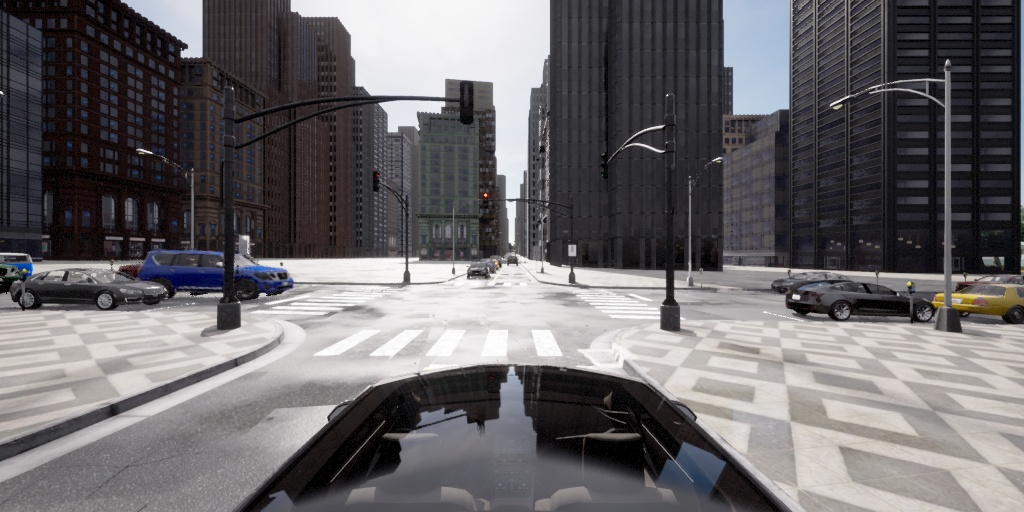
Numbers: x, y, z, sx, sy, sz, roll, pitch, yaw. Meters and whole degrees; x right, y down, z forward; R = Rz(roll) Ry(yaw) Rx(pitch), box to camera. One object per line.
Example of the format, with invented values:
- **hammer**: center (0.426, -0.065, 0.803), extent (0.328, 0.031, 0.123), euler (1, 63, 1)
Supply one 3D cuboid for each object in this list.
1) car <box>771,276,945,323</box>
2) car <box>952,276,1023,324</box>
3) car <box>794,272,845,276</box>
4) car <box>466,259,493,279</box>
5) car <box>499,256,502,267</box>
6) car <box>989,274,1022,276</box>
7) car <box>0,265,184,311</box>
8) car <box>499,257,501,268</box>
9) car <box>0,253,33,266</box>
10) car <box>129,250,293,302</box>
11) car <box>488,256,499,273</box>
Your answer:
- **car**: center (12.143, 1.524, 12.690), extent (4.313, 1.339, 1.948), euler (0, 0, 0)
- **car**: center (17.955, 1.571, 12.680), extent (4.829, 1.417, 1.751), euler (0, 0, 0)
- **car**: center (17.808, 1.591, 21.206), extent (4.403, 1.370, 2.007), euler (0, 0, 0)
- **car**: center (-3.055, 1.254, 33.235), extent (1.837, 1.490, 4.892), euler (0, 0, 0)
- **car**: center (-2.954, 0.973, 63.188), extent (2.150, 2.045, 5.566), euler (0, 0, 1)
- **car**: center (29.094, 1.766, 21.187), extent (4.507, 1.381, 1.888), euler (0, 0, 0)
- **car**: center (-14.765, 1.116, 12.638), extent (4.403, 1.370, 2.007), euler (0, 0, 0)
- **car**: center (-3.017, 1.227, 52.486), extent (1.882, 1.535, 5.008), euler (0, 0, 0)
- **car**: center (-24.800, 0.648, 15.413), extent (5.566, 2.045, 2.150), euler (1, 0, 0)
- **car**: center (-12.681, 0.812, 15.524), extent (5.566, 2.045, 2.150), euler (1, 0, -4)
- **car**: center (-3.038, 1.102, 42.288), extent (2.097, 1.767, 4.553), euler (0, 0, 0)
